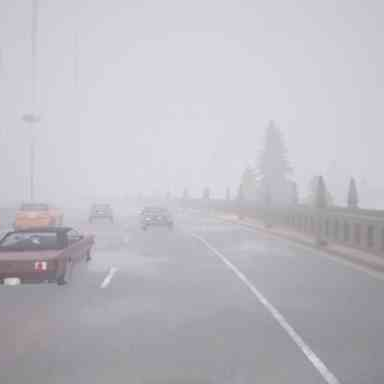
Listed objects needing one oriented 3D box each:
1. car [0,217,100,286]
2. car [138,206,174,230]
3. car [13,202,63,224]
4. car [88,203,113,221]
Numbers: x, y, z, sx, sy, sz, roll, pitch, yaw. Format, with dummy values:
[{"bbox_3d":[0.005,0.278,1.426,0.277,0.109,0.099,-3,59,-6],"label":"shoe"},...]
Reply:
[{"bbox_3d":[-4.042,1.620,9.314,1.895,1.301,4.718,0,0,-6],"label":"car"},{"bbox_3d":[-2.397,1.572,21.362,2.033,1.411,5.357,0,0,-12],"label":"car"},{"bbox_3d":[-9.543,1.412,20.989,2.097,1.767,4.553,0,0,-12],"label":"car"},{"bbox_3d":[-7.400,1.606,27.003,2.033,1.411,5.357,0,0,-16],"label":"car"}]
